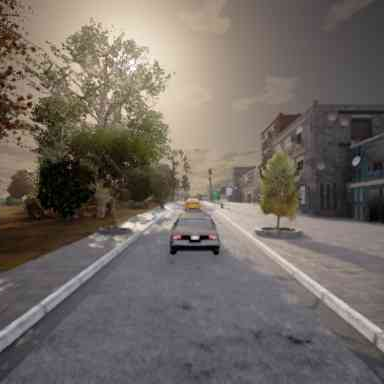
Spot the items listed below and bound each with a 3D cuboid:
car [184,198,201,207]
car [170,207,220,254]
[{"bbox_3d":[0.101,1.504,40.485,1.882,1.535,5.008,0,0,0],"label":"car"},{"bbox_3d":[0.100,1.556,13.503,2.033,1.411,5.357,0,0,0],"label":"car"}]
